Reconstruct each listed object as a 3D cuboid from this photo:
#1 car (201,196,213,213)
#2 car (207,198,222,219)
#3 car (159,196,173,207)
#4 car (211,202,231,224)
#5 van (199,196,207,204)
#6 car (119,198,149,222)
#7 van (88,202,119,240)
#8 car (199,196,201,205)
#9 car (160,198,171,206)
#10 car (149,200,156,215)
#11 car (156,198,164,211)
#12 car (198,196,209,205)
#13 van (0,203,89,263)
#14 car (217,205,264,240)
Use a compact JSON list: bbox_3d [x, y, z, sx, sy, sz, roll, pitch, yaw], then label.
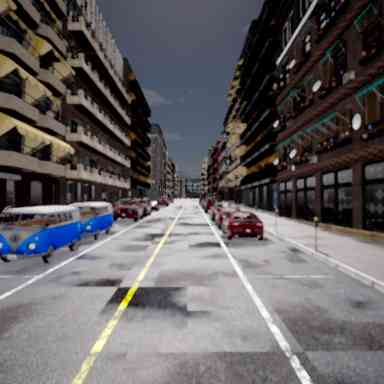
[{"bbox_3d":[2.515,1.561,39.531,2.192,1.841,5.009,1,0,0],"label":"car"},{"bbox_3d":[2.566,1.610,28.469,1.967,1.590,4.097,1,0,0],"label":"car"},{"bbox_3d":[-5.354,1.736,61.703,2.192,1.841,5.009,1,0,0],"label":"car"},{"bbox_3d":[2.562,1.678,22.936,1.887,1.381,4.507,1,0,0],"label":"car"},{"bbox_3d":[2.473,1.913,78.250,1.690,1.788,3.998,1,-1,0],"label":"van"},{"bbox_3d":[-5.319,1.486,28.522,2.192,1.841,5.009,1,0,0],"label":"car"},{"bbox_3d":[-5.308,1.440,17.461,1.690,1.788,3.998,1,0,0],"label":"van"},{"bbox_3d":[2.501,1.769,50.593,1.967,1.590,4.097,1,0,0],"label":"car"},{"bbox_3d":[-5.366,2.014,67.233,1.887,1.381,4.507,1,-1,0],"label":"car"},{"bbox_3d":[-5.324,1.523,34.051,2.192,1.841,5.009,1,0,0],"label":"car"},{"bbox_3d":[-5.342,1.853,45.112,1.947,1.339,4.313,1,0,0],"label":"car"},{"bbox_3d":[2.480,1.834,72.719,2.192,1.841,5.009,1,-1,0],"label":"car"},{"bbox_3d":[-5.302,1.407,11.929,1.690,1.788,3.998,2,0,0],"label":"van"},{"bbox_3d":[2.568,1.643,17.406,1.887,1.381,4.507,1,0,0],"label":"car"}]
